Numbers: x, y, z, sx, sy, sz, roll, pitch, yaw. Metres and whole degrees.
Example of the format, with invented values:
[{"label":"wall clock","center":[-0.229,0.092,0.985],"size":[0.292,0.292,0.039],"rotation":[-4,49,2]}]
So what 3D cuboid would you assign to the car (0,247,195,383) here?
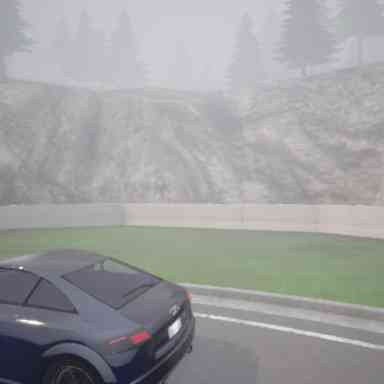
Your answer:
[{"label":"car","center":[-2.078,1.480,4.356],"size":[4.181,1.385,1.994],"rotation":[0,1,20]}]
